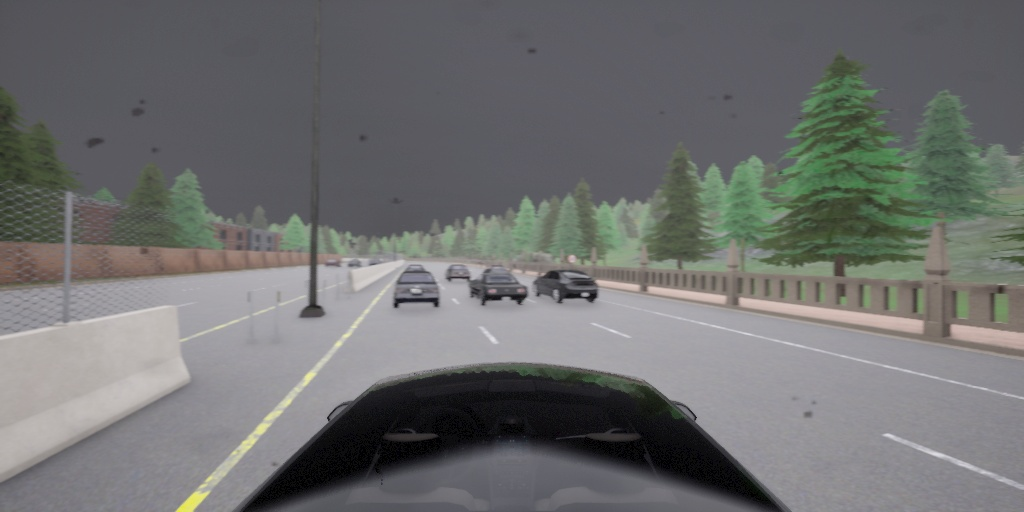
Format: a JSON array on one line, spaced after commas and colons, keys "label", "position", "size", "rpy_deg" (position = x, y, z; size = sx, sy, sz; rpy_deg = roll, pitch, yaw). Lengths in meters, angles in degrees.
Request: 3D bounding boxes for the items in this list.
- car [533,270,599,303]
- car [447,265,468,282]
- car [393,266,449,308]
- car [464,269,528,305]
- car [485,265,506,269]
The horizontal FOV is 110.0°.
[{"label": "car", "position": [2.500, 1.410, 17.767], "size": [1.837, 1.490, 4.892], "rpy_deg": [1, 0, -16]}, {"label": "car", "position": [-4.710, 1.447, 30.925], "size": [2.033, 1.411, 5.357], "rpy_deg": [1, 0, -15]}, {"label": "car", "position": [-4.155, 1.342, 15.564], "size": [2.033, 1.411, 5.357], "rpy_deg": [1, 0, -16]}, {"label": "car", "position": [-0.819, 1.449, 16.628], "size": [1.895, 1.301, 4.718], "rpy_deg": [1, 0, -16]}, {"label": "car", "position": [-1.402, 1.518, 32.115], "size": [1.994, 1.385, 4.181], "rpy_deg": [1, 0, -15]}]
